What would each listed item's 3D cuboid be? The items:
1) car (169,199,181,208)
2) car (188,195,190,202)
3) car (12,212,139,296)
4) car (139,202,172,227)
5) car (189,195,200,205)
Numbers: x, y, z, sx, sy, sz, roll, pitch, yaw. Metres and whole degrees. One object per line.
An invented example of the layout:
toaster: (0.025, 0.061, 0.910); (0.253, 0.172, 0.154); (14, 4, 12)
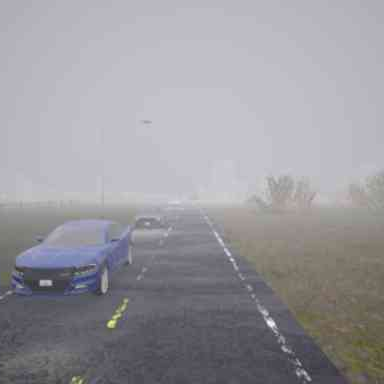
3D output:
car: (-2.895, 1.861, 55.550); (1.812, 1.442, 4.674); (0, -1, 0)
car: (-0.139, 1.988, 89.092); (1.812, 1.442, 4.674); (0, -1, 0)
car: (-2.857, 1.522, 8.990); (1.882, 1.535, 5.008); (0, 0, 0)
car: (-2.818, 1.664, 23.822); (2.033, 1.411, 5.357); (0, 0, 0)
car: (0.852, 1.934, 71.061); (1.801, 1.575, 5.366); (0, -1, 0)
